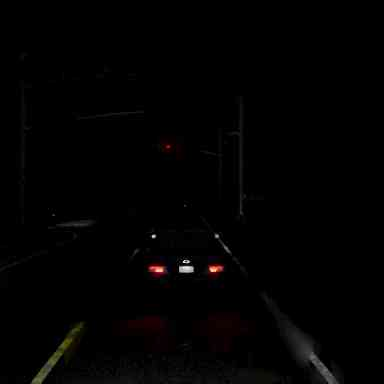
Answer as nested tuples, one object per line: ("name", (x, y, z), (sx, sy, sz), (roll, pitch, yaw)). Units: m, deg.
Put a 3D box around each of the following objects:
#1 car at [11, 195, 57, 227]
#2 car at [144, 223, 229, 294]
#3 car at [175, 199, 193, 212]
("car", (-12.089, 1.204, 22.272), (5.566, 2.045, 2.150), (0, 0, -3))
("car", (-0.175, 1.547, 8.963), (2.033, 1.411, 5.357), (0, 0, -1))
("car", (-0.956, 1.547, 38.494), (2.033, 1.411, 5.357), (0, 0, -4))
